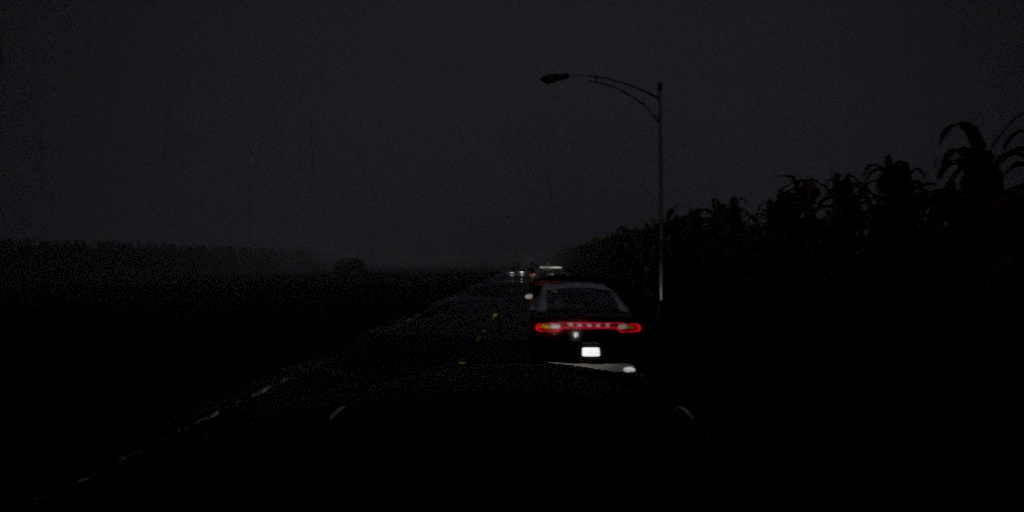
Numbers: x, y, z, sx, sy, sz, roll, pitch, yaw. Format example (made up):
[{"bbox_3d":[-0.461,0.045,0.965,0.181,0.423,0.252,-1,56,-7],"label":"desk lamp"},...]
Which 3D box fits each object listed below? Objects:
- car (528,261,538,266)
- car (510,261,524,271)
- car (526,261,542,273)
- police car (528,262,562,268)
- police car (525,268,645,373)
[{"bbox_3d":[2.286,1.249,23.650,2.097,1.767,4.553,0,0,4],"label":"car"},{"bbox_3d":[0.816,1.628,57.852,1.837,1.490,4.892,0,0,4],"label":"car"},{"bbox_3d":[3.164,1.556,50.295,2.128,1.511,4.902,0,0,4],"label":"car"},{"bbox_3d":[1.927,1.284,17.801,1.930,1.638,5.238,0,0,4],"label":"police car"},{"bbox_3d":[1.311,1.214,7.821,1.930,1.638,5.238,0,0,4],"label":"police car"}]
